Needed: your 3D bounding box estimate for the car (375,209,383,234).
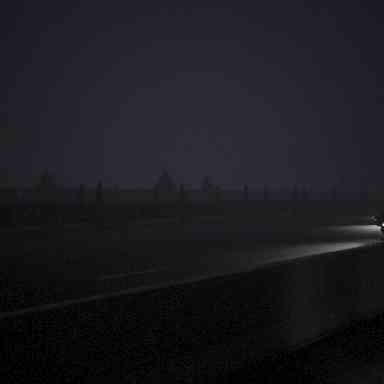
[{"bbox_3d":[11.194,1.605,16.276,4.718,1.301,1.895,0,0,-35],"label":"car"}]
